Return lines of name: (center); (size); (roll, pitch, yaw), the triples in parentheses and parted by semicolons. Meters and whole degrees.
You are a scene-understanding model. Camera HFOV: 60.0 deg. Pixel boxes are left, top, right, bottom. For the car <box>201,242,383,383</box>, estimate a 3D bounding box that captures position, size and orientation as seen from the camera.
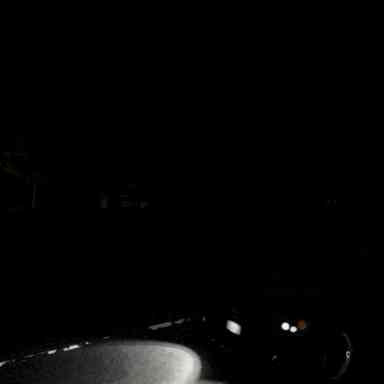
car: (2.218, 1.566, 5.374); (4.181, 1.385, 1.994); (0, 0, -33)
